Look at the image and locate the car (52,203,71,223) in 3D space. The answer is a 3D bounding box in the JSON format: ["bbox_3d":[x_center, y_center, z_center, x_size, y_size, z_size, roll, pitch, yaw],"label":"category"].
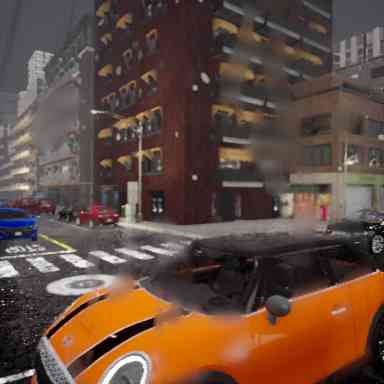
[{"bbox_3d":[-9.673,1.737,27.272,1.947,1.339,4.313,-1,0,-36],"label":"car"}]

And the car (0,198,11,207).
[{"bbox_3d":[-36.229,1.957,63.985,1.967,1.590,4.097,-1,0,-36],"label":"car"}]

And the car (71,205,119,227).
[{"bbox_3d":[-6.555,1.677,22.960,1.887,1.381,4.507,-1,0,-36],"label":"car"}]

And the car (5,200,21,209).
[{"bbox_3d":[-29.588,2.011,54.806,1.802,1.307,4.206,-1,0,-36],"label":"car"}]

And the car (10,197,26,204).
[{"bbox_3d":[-22.954,1.657,45.628,2.192,1.841,5.009,-1,0,-36],"label":"car"}]

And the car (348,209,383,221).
[{"bbox_3d":[7.396,1.449,13.331,4.902,1.511,2.128,0,1,-31],"label":"car"}]

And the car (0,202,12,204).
[{"bbox_3d":[-15.400,1.725,25.325,2.033,1.411,5.357,0,0,-36],"label":"car"}]

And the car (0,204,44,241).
[{"bbox_3d":[-9.044,1.575,16.542,1.882,1.535,5.008,0,-1,-36],"label":"car"}]

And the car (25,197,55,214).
[{"bbox_3d":[-16.315,1.571,36.449,2.192,1.841,5.009,-1,0,-36],"label":"car"}]

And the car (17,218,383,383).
[{"bbox_3d":[0.578,1.354,4.101,4.553,1.767,2.097,0,0,-36],"label":"car"}]

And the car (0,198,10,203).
[{"bbox_3d":[-27.830,1.727,47.969,2.097,1.767,4.553,0,0,-36],"label":"car"}]

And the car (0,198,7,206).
[{"bbox_3d":[-39.646,2.087,68.711,1.752,1.417,4.829,-1,0,-36],"label":"car"}]
